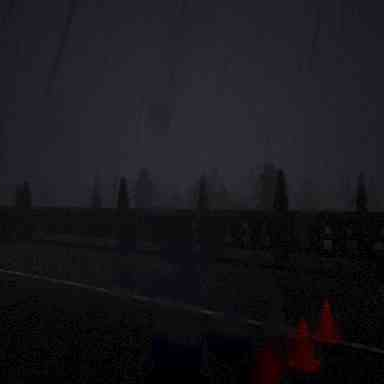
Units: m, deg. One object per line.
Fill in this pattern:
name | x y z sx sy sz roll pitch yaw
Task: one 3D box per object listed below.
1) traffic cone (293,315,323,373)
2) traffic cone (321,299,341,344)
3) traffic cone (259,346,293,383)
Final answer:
traffic cone | 1.448 1.951 4.349 0.340 0.580 0.340 -1 0 39
traffic cone | 2.071 1.948 5.131 0.340 0.580 0.340 -1 0 39
traffic cone | 0.825 1.955 3.566 0.340 0.580 0.340 -1 0 39
